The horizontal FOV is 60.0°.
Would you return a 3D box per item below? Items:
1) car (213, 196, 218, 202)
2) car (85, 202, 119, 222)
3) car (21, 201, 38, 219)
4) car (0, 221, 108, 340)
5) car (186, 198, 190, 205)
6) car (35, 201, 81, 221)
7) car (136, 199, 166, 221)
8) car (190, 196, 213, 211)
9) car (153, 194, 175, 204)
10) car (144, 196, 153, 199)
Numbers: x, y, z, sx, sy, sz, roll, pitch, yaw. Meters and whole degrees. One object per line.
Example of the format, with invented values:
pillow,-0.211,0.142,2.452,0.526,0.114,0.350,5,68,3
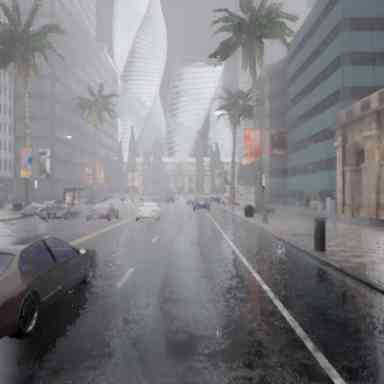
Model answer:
car,4.235,1.508,72.140,1.994,1.385,4.181,0,0,33
car,-7.132,1.582,26.965,1.812,1.442,4.674,0,0,0
car,-13.626,1.546,30.214,2.231,1.521,4.892,0,0,0
car,-3.414,1.562,6.521,2.033,1.411,5.357,0,0,0
car,0.240,1.645,60.156,1.812,1.442,4.674,0,0,11
car,-10.631,1.622,27.164,1.994,1.385,4.181,0,0,0
car,-3.450,1.582,27.522,1.812,1.442,4.674,0,0,0
car,1.169,1.434,41.849,2.097,1.767,4.553,0,0,0
car,-5.223,1.360,67.524,2.150,2.045,5.566,0,0,18
car,-8.659,1.657,68.177,2.128,1.511,4.902,0,0,14
